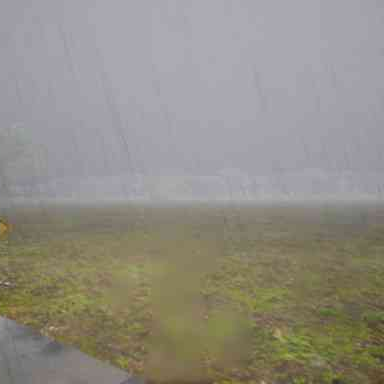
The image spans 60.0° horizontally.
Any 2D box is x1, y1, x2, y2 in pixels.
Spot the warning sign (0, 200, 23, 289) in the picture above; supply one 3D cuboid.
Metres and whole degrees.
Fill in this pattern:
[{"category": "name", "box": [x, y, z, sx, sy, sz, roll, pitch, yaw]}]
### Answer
[{"category": "warning sign", "box": [-4.574, 1.113, 7.188, 1.060, 1.860, 1.300, 0, 0, 35]}]
